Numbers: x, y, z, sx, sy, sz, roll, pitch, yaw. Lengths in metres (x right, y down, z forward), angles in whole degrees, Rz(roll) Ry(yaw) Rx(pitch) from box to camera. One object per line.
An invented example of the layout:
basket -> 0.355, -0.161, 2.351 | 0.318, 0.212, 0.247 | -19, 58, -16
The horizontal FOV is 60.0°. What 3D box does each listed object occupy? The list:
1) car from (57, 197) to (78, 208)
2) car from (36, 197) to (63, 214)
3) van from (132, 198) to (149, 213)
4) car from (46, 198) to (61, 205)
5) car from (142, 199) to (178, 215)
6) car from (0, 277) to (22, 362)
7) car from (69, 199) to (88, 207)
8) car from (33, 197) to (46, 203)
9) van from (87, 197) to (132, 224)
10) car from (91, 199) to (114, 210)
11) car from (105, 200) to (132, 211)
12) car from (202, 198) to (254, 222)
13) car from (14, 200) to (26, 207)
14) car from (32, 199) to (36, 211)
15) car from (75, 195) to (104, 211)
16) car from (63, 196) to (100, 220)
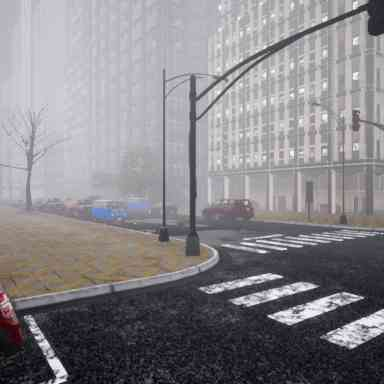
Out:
car -> -20.749, 1.721, 55.225 | 2.097, 1.767, 4.553 | 0, 0, -36
car -> -16.758, 1.584, 40.209 | 2.192, 1.841, 5.009 | 0, 0, -36
van -> -6.627, 1.586, 40.591 | 1.690, 1.788, 3.998 | 0, 0, -36
car -> -30.292, 2.061, 72.695 | 1.947, 1.339, 4.313 | 0, 0, -36
car -> -3.245, 1.758, 36.004 | 2.008, 1.369, 4.403 | 0, 0, -36
car -> -4.209, 1.440, 3.554 | 4.097, 1.590, 1.967 | 0, 0, -36
car -> -20.149, 1.940, 58.935 | 2.008, 1.369, 4.403 | 0, 0, -36
car -> -39.054, 2.063, 85.110 | 1.882, 1.535, 5.008 | 0, 0, -36
van -> -6.615, 1.499, 26.451 | 1.690, 1.788, 3.998 | 0, 0, -36
car -> -13.489, 1.844, 49.900 | 1.752, 1.417, 4.829 | 0, 0, -36
car -> -10.006, 1.847, 45.177 | 1.947, 1.339, 4.313 | 0, 0, -36
car -> 2.931, 1.454, 27.625 | 2.192, 1.841, 5.009 | 0, 0, -36
car -> -30.279, 1.994, 58.554 | 1.802, 1.307, 4.206 | 0, 0, -36
car -> -20.138, 1.745, 44.796 | 1.967, 1.590, 4.097 | 0, 0, -36
car -> -14.442, 1.524, 46.740 | 2.150, 2.045, 5.566 | 0, 0, -36
car -> -9.996, 1.510, 31.037 | 2.192, 1.841, 5.009 | 0, 0, -36
